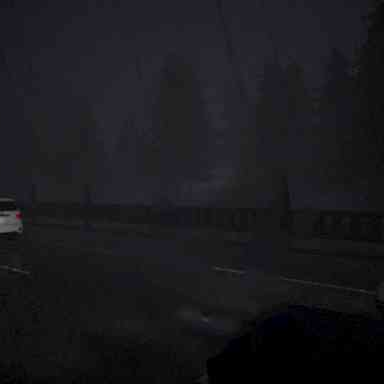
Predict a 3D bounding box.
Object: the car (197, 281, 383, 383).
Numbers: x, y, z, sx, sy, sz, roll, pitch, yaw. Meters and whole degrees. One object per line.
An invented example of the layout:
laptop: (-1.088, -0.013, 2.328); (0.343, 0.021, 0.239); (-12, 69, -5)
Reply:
car: (2.376, 1.599, 2.268); (4.718, 1.301, 1.895); (0, 0, 36)

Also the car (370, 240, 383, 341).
car: (5.222, 1.597, 4.534); (4.718, 1.301, 1.895); (0, 0, 36)

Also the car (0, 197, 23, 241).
car: (-10.155, 1.245, 15.499); (5.566, 2.045, 2.150); (0, 0, 35)
